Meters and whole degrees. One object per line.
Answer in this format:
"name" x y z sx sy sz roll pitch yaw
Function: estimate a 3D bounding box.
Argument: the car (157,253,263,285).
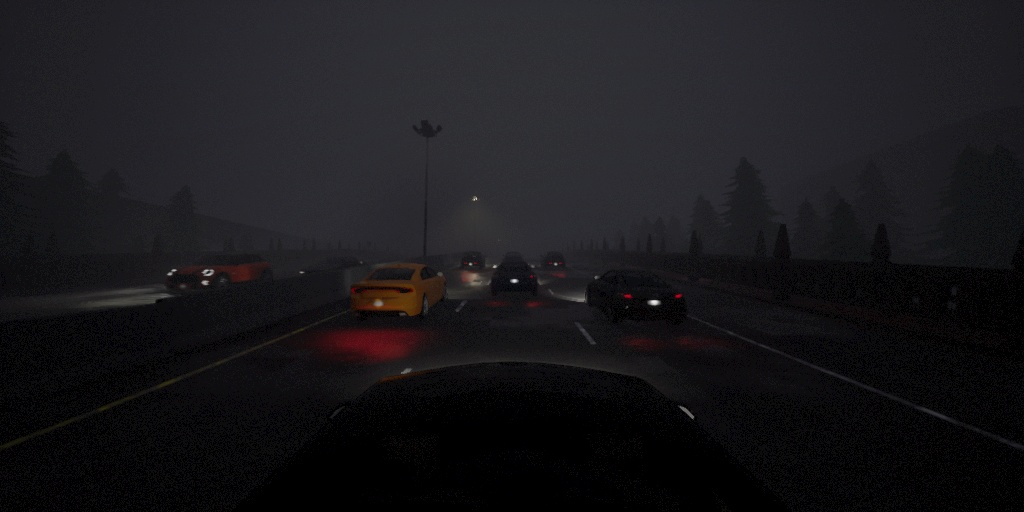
"car" -17.601 0.666 21.320 2.128 1.511 4.902 0 2 0

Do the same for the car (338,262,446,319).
"car" -3.401 0.979 11.609 1.882 1.535 5.008 0 2 0

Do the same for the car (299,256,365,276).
"car" -10.603 0.708 21.774 2.033 1.411 5.357 0 2 0

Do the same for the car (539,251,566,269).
"car" 3.596 0.327 31.897 1.837 1.490 4.892 0 2 0

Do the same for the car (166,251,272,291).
"car" -14.102 0.652 17.583 2.097 1.767 4.553 0 2 0

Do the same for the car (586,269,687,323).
"car" 3.598 1.084 11.074 1.994 1.385 4.181 0 2 0

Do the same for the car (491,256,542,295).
"car" 0.098 0.904 16.414 1.994 1.385 4.181 0 2 0

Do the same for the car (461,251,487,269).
"car" -3.404 0.326 31.917 1.837 1.490 4.892 0 2 0

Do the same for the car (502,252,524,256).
"car" 0.096 0.307 33.114 1.812 1.442 4.674 0 2 0
